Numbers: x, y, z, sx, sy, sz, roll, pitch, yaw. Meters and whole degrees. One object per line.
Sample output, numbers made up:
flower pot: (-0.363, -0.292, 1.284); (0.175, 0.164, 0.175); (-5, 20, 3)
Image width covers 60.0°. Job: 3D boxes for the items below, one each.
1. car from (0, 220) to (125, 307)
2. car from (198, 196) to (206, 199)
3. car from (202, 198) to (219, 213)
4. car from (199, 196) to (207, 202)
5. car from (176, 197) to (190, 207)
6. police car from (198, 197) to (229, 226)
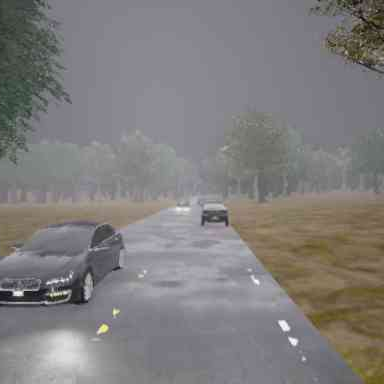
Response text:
car: (-2.953, 1.510, 8.189); (1.837, 1.490, 4.892); (0, 0, 1)
car: (1.936, 1.398, 33.784); (2.097, 1.767, 4.553); (0, 0, 2)
car: (2.156, 1.565, 39.809); (1.837, 1.490, 4.892); (0, 0, 2)
car: (2.612, 1.631, 78.524); (1.895, 1.301, 4.718); (0, 0, 2)
car: (-1.366, 1.572, 51.884); (2.128, 1.511, 4.902); (0, 0, 2)
police car: (1.576, 1.456, 23.928); (1.930, 1.638, 5.238); (0, 0, 2)
